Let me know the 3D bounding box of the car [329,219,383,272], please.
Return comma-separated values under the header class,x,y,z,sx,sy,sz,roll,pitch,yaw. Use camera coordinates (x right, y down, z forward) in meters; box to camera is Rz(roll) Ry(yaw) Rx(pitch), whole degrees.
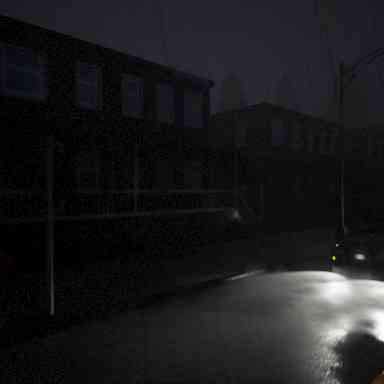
class,x,y,z,sx,sy,sz,roll,pitch,yaw
car,5.958,1.541,10.164,4.181,1.385,1.994,0,0,-41
